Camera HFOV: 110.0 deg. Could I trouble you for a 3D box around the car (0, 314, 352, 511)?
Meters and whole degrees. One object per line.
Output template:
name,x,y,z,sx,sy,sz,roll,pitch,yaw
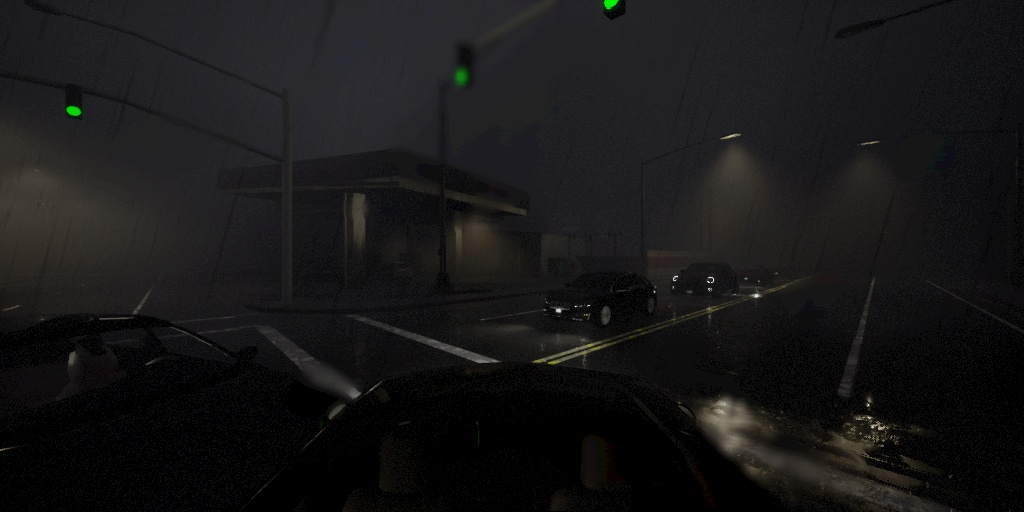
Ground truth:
car,-3.393,1.242,2.634,4.902,1.511,2.128,0,0,15

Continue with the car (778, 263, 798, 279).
car,24.129,1.314,32.166,4.181,1.385,1.994,0,0,-44

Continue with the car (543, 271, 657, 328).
car,3.006,1.255,11.584,4.892,1.490,1.837,0,0,-45

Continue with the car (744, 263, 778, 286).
car,16.919,1.314,25.190,1.994,1.385,4.181,0,0,45

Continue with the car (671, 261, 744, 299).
car,9.918,1.102,18.355,4.553,1.767,2.097,0,0,-44
